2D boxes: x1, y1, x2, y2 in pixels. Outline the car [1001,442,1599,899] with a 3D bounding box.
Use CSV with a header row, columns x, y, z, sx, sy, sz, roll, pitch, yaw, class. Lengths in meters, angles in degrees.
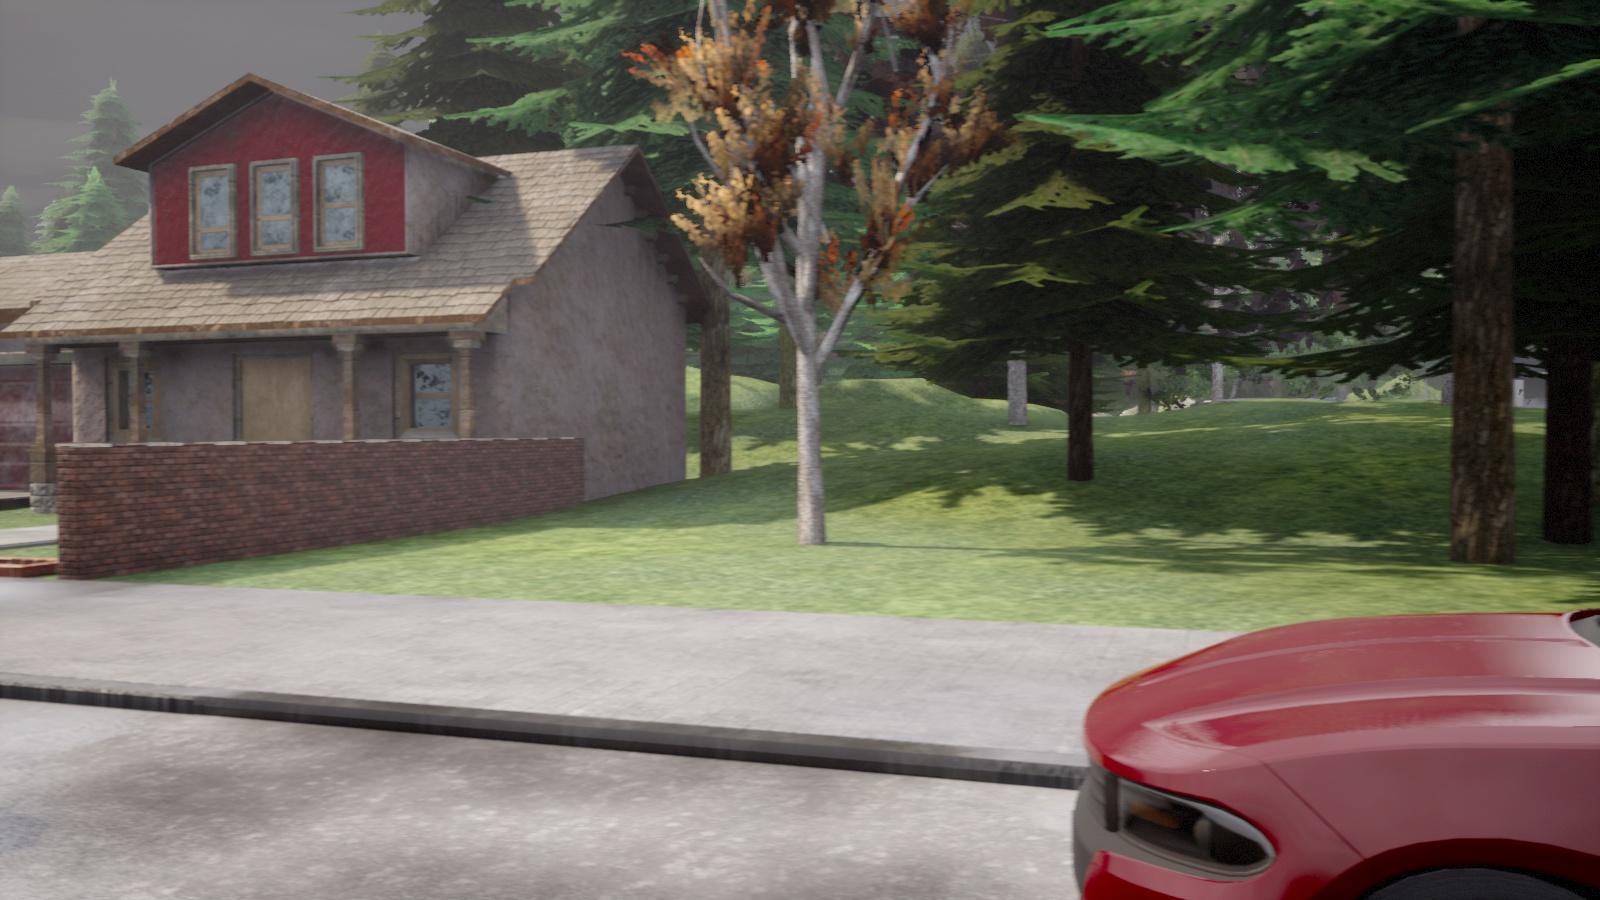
x,y,z,sx,sy,sz,roll,pitch,yaw,class
3.088,0.773,2.681,5.008,1.535,1.882,1,1,19,car
